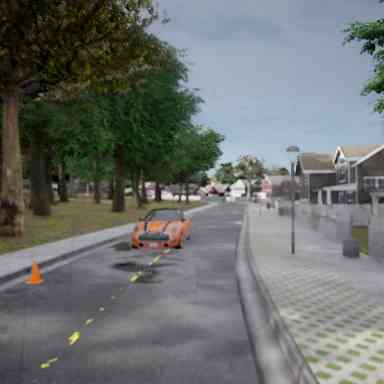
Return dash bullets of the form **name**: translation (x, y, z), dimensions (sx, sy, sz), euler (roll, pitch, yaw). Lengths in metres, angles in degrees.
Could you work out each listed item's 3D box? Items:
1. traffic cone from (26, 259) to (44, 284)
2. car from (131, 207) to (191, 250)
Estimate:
- **traffic cone**: translation (-4.093, 2.055, 8.679), dimensions (0.340, 0.580, 0.340), euler (0, -1, 5)
- **car**: translation (-1.290, 1.530, 15.356), dimensions (2.097, 1.767, 4.553), euler (0, -1, 6)
